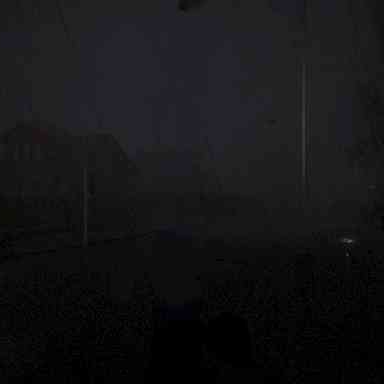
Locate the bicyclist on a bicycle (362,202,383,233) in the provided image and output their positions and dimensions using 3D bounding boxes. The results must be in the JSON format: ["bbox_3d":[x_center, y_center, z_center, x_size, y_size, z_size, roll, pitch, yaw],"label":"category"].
[{"bbox_3d":[9.638,1.349,17.023,1.656,1.620,0.582,0,0,31],"label":"bicyclist on a bicycle"}]

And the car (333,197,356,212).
[{"bbox_3d":[17.989,1.352,39.148,2.097,1.767,4.553,0,0,32],"label":"car"}]

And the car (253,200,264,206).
[{"bbox_3d":[7.350,1.356,46.532,5.357,1.415,2.033,0,0,34],"label":"car"}]
